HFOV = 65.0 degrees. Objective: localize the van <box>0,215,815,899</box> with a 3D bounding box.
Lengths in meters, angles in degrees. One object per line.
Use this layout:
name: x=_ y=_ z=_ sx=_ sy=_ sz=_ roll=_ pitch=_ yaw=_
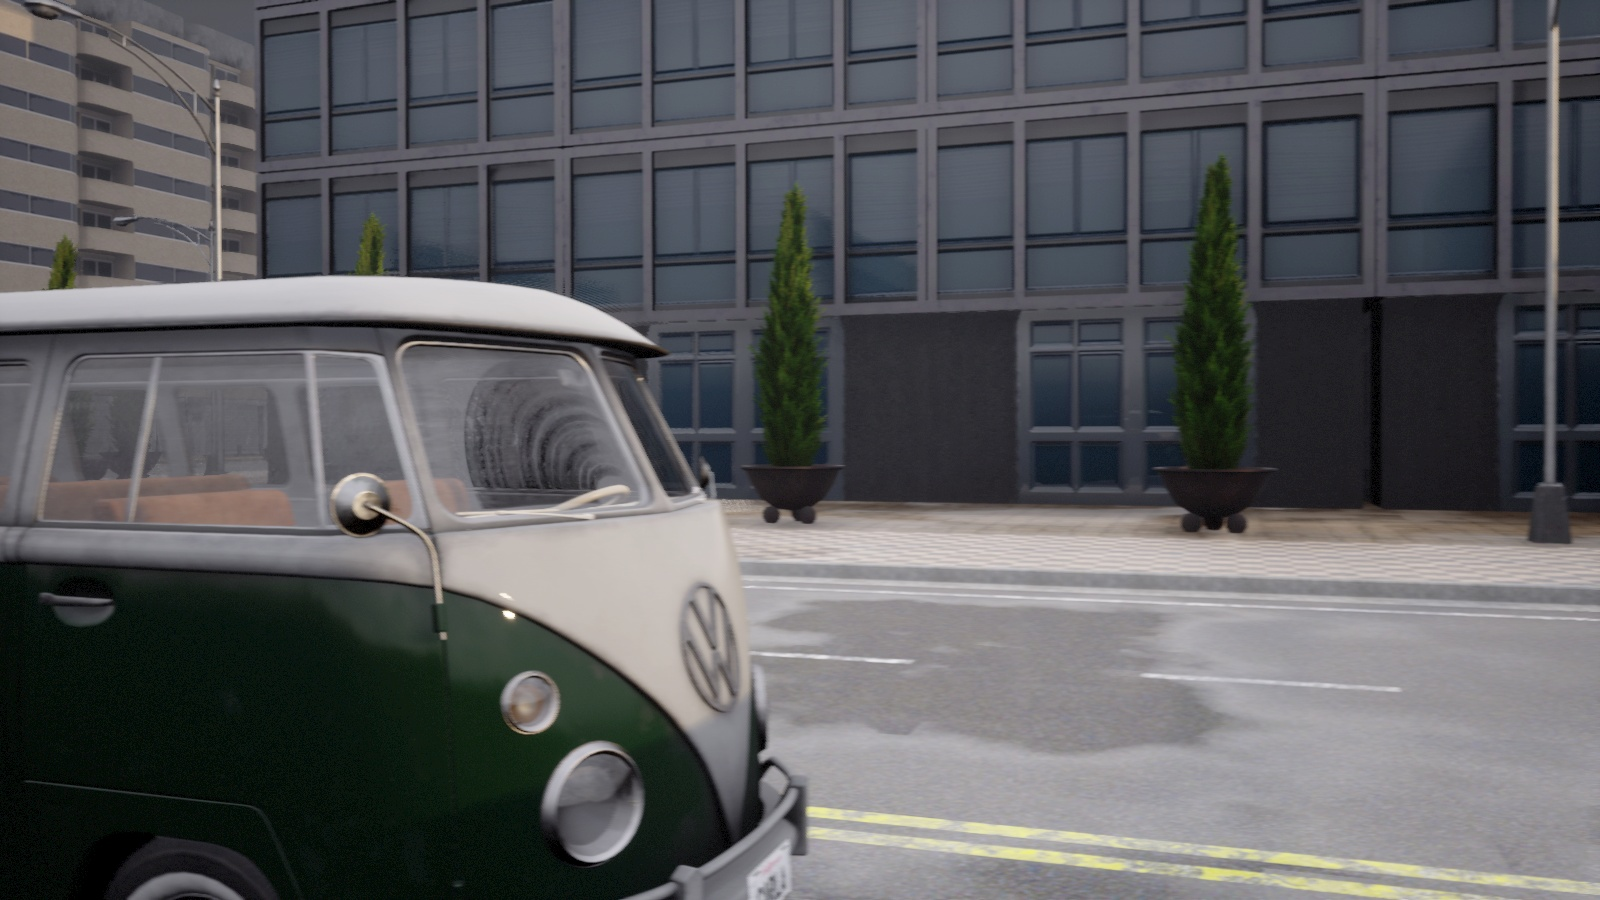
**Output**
van: x=-2.344 y=0.505 z=3.978 sx=4.442 sy=1.987 sz=1.775 roll=1 pitch=1 yaw=19
